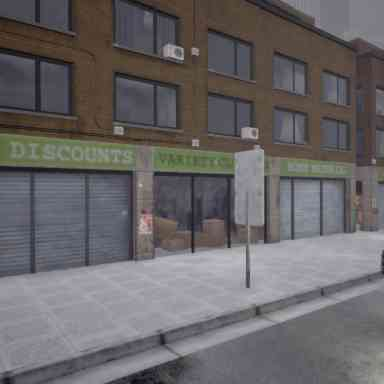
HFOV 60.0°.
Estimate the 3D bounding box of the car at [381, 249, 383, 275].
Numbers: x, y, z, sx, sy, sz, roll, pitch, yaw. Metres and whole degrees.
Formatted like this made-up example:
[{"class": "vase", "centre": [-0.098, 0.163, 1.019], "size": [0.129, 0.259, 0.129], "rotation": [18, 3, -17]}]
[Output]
[{"class": "car", "centre": [6.890, 1.221, 8.203], "size": [5.566, 2.045, 2.150], "rotation": [0, 0, -37]}]
